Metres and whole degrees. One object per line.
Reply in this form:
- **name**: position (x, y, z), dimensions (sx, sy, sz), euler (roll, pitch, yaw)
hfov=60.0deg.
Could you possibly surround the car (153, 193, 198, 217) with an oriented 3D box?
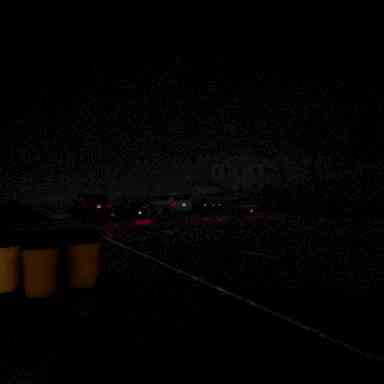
- **car**: position (-2.018, 1.116, 29.939), dimensions (2.150, 2.045, 5.566), euler (0, 0, -30)

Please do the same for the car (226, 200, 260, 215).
- **car**: position (4.433, 1.464, 32.766), dimensions (1.895, 1.301, 4.718), euler (0, 0, -30)

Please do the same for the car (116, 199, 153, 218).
- **car**: position (-5.388, 1.414, 28.784), dimensions (1.837, 1.490, 4.892), euler (0, 0, -30)

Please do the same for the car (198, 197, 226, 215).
- **car**: position (0.841, 1.230, 31.991), dimensions (2.097, 1.767, 4.553), euler (0, 0, -30)

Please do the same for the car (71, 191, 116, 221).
- **car**: position (-8.096, 1.148, 26.468), dimensions (2.150, 2.045, 5.566), euler (0, 0, -30)
